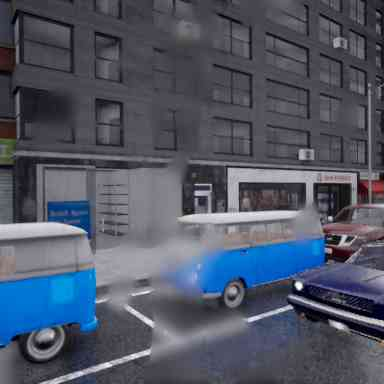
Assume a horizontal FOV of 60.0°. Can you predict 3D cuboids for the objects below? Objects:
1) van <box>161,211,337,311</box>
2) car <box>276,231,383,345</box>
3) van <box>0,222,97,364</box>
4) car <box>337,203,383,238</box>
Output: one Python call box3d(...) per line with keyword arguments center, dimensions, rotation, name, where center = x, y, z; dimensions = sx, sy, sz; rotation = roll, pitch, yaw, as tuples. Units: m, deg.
box3d(center=(1.279, 1.340, 7.475), dimensions=(3.998, 1.788, 1.690), rotation=(0, -1, -36), name="van")
box3d(center=(3.888, 1.600, 6.050), dimensions=(4.718, 1.301, 1.895), rotation=(0, 0, -36), name="car")
box3d(center=(-3.260, 1.341, 4.220), dimensions=(3.998, 1.788, 1.690), rotation=(0, -1, -36), name="van")
box3d(center=(5.818, 1.313, 10.732), dimensions=(5.009, 1.841, 2.192), rotation=(0, -1, -36), name="car")
